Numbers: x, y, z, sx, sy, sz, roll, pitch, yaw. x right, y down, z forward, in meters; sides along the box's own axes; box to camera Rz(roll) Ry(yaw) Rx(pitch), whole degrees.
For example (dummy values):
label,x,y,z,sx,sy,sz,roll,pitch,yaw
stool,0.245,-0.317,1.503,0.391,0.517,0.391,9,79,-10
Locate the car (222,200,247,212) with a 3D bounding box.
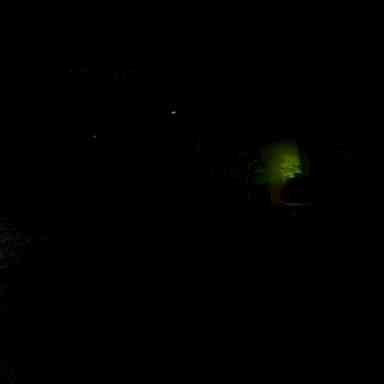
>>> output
label,x,y,z,sx,sy,sz,roll,pitch,yaw
car,5.660,1.816,44.894,2.128,1.511,4.902,-1,-1,36
